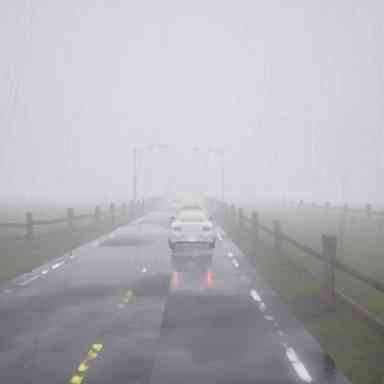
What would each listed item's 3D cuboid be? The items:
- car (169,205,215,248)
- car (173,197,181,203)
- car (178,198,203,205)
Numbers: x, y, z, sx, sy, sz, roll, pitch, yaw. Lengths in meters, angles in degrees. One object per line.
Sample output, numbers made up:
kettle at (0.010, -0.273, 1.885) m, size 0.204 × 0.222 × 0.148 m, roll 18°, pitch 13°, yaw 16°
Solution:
car at (0.000, 1.535, 14.651) m, size 1.812 × 1.442 × 4.674 m, roll 0°, pitch 0°, yaw 0°
car at (-2.750, 1.629, 66.658) m, size 1.994 × 1.385 × 4.181 m, roll 0°, pitch 0°, yaw 0°
car at (0.000, 1.493, 29.653) m, size 1.882 × 1.535 × 5.008 m, roll 0°, pitch 0°, yaw 0°
